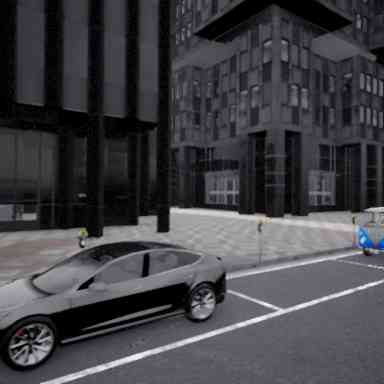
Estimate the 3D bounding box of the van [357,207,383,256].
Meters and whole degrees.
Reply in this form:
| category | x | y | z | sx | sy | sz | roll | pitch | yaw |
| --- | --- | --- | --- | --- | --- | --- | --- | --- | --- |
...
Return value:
| category | x | y | z | sx | sy | sz | roll | pitch | yaw |
| --- | --- | --- | --- | --- | --- | --- | --- | --- | --- |
| van | 7.667 | 1.432 | 12.110 | 3.998 | 1.788 | 1.690 | 0 | 0 | -35 |

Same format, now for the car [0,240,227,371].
| category | x | y | z | sx | sy | sz | roll | pitch | yaw |
| --- | --- | --- | --- | --- | --- | --- | --- | --- | --- |
| car | -1.313 | 1.581 | 5.710 | 4.313 | 1.339 | 1.947 | 0 | 0 | -35 |
